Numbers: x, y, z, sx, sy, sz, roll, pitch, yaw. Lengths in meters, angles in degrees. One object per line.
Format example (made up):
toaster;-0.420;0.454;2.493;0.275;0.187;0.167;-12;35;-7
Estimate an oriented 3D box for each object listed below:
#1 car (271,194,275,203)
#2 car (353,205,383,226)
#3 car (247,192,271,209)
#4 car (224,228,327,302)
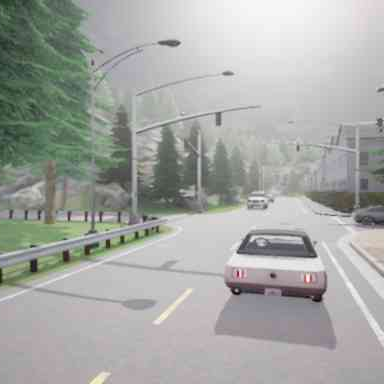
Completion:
car;14.205;1.187;61.449;2.128;1.511;4.902;0;0;17
car;12.565;1.526;21.167;4.181;1.385;1.994;1;1;19
car;8.286;1.006;41.863;2.150;2.045;5.566;0;1;17
car;2.128;1.559;8.268;1.895;1.301;4.718;0;0;16
